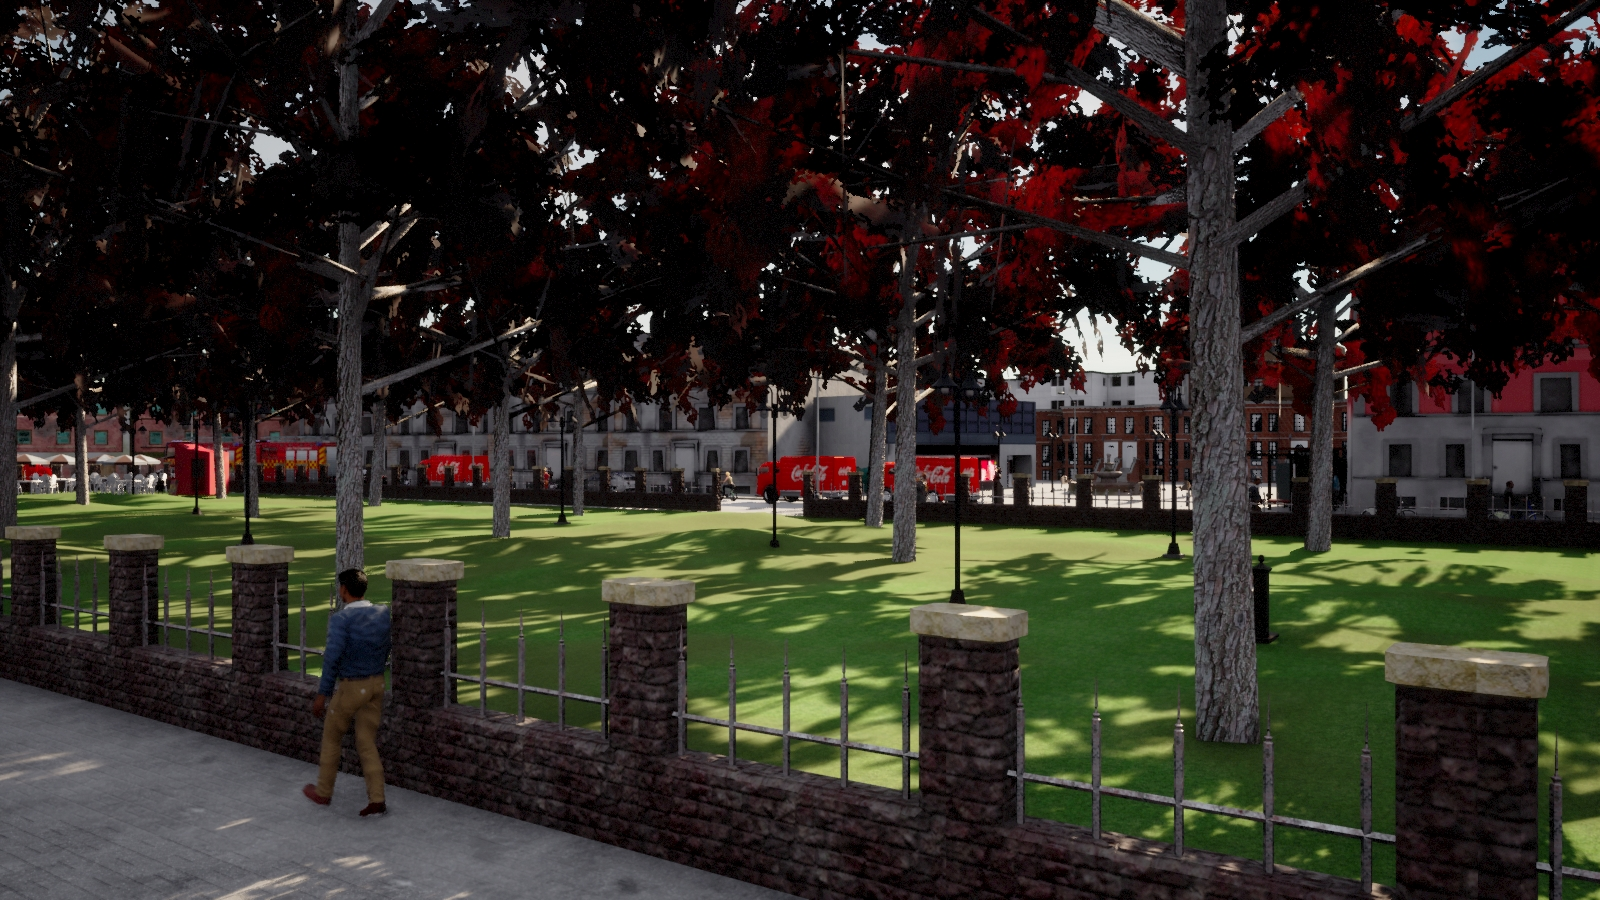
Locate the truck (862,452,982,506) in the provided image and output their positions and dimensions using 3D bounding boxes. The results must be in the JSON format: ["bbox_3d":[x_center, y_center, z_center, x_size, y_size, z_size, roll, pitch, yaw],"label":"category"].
[{"bbox_3d":[5.913,1.348,55.621,5.204,2.467,2.627,0,0,35],"label":"truck"}]

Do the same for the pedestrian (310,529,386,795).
[{"bbox_3d":[-3.322,1.526,8.405,0.375,1.860,0.375,0,0,36],"label":"pedestrian"}]

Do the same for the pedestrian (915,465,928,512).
[{"bbox_3d":[4.867,1.525,45.611,0.375,1.860,0.375,0,0,34],"label":"pedestrian"}]

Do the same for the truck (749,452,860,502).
[{"bbox_3d":[0.205,1.348,59.637,5.204,2.467,2.627,0,0,35],"label":"truck"}]

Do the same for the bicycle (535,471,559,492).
[{"bbox_3d":[-15.681,1.940,70.806,1.835,1.271,0.329,0,0,35],"label":"bicycle"}]

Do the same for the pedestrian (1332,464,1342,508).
[{"bbox_3d":[22.990,1.522,48.899,0.375,1.860,0.375,0,0,22],"label":"pedestrian"}]

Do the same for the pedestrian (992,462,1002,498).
[{"bbox_3d":[10.356,1.573,60.043,0.375,1.860,0.375,0,0,35],"label":"pedestrian"}]

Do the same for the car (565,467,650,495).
[{"bbox_3d":[-11.432,1.827,67.802,4.902,1.511,2.128,0,0,35],"label":"car"}]

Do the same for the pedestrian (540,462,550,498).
[{"bbox_3d":[-12.992,1.522,58.172,0.375,1.860,0.375,0,0,36],"label":"pedestrian"}]

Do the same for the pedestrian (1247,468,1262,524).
[{"bbox_3d":[15.238,1.524,38.296,0.375,1.860,0.375,0,0,36],"label":"pedestrian"}]
